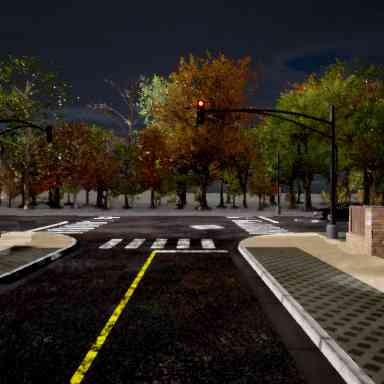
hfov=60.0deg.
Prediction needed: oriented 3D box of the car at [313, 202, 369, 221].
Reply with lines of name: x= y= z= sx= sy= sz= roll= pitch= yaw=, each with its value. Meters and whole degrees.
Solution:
car: x=12.148 y=1.556 z=26.402 sx=4.892 sy=1.490 sz=1.837 roll=0 pitch=0 yaw=0
